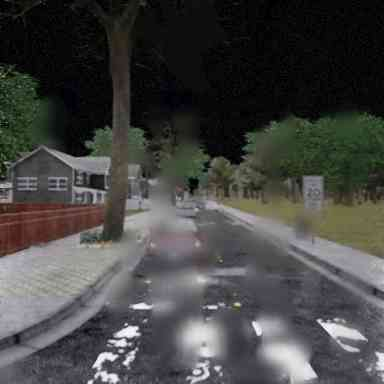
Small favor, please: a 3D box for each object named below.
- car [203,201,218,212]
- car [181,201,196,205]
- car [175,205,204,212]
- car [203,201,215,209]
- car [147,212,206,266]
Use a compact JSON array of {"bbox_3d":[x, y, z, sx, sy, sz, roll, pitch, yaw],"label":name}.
[{"bbox_3d":[2.719,2.051,46.914,1.812,1.442,4.674,0,-1,1],"label":"car"},{"bbox_3d":[-0.333,1.717,32.313,2.097,1.767,4.553,0,-1,1],"label":"car"},{"bbox_3d":[-0.414,1.800,22.028,2.033,1.411,5.357,0,-1,0],"label":"car"},{"bbox_3d":[2.790,2.230,56.935,1.895,1.301,4.718,0,-1,1],"label":"car"},{"bbox_3d":[-0.492,1.671,12.310,1.812,1.442,4.674,0,-1,1],"label":"car"}]
